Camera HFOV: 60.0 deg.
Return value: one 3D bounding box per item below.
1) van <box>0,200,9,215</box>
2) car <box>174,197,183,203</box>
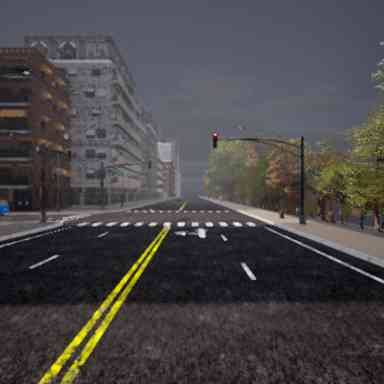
[{"bbox_3d":[-22.728,1.784,37.247,3.998,1.788,1.690,-1,1,-1],"label":"van"},{"bbox_3d":[-3.246,1.977,82.136,1.994,1.385,4.181,0,0,0],"label":"car"}]
